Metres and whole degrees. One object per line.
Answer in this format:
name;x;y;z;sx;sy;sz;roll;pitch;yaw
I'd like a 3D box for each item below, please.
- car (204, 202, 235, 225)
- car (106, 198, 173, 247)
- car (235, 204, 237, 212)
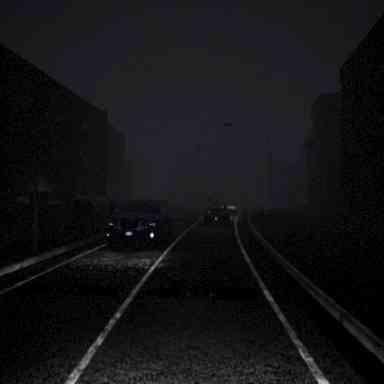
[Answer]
car;1.976;1.650;25.299;2.128;1.511;4.902;0;0;7
car;-2.283;1.319;16.016;2.150;2.045;5.566;0;0;5
car;4.756;1.913;42.712;1.895;1.301;4.718;0;-1;10
